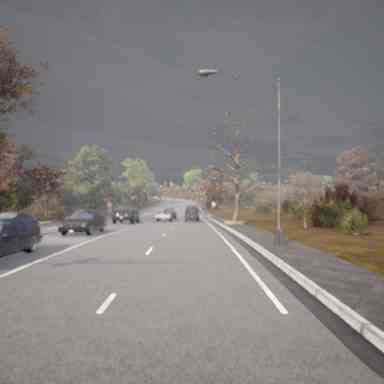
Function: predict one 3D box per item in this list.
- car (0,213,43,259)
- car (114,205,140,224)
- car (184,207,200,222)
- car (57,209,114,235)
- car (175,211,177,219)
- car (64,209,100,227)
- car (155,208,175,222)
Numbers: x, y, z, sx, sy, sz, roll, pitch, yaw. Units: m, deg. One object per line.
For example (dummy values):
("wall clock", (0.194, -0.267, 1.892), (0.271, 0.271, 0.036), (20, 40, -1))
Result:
("car", (-7.119, 1.675, 11.861), (2.033, 1.411, 5.357), (0, -1, -3))
("car", (-7.079, 2.375, 36.213), (2.150, 2.045, 5.566), (0, -3, 0))
("car", (-0.002, 2.924, 41.826), (2.128, 1.511, 4.902), (0, -3, 0))
("car", (-7.087, 2.020, 22.194), (2.033, 1.411, 5.357), (0, -3, 0))
("car", (-3.503, 3.300, 52.234), (2.097, 1.767, 4.553), (0, -3, 0))
("car", (-10.577, 2.472, 32.408), (1.837, 1.490, 4.892), (0, -3, 0))
("car", (-3.502, 3.056, 42.268), (1.895, 1.301, 4.718), (0, -3, 0))
